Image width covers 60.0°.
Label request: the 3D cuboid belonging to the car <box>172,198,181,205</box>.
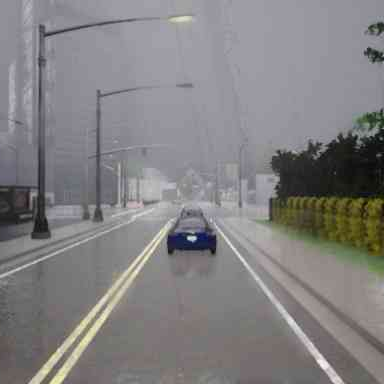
[{"bbox_3d":[-3.519,2.215,75.802,2.128,1.511,4.902,0,-1,0],"label":"car"}]

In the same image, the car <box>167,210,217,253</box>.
[{"bbox_3d":[-0.001,1.697,14.284,1.994,1.385,4.181,0,0,0],"label":"car"}]

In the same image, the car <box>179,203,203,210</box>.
[{"bbox_3d":[0.015,1.870,29.099,1.895,1.301,4.718,0,0,1],"label":"car"}]
